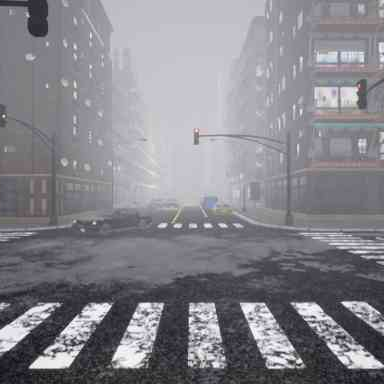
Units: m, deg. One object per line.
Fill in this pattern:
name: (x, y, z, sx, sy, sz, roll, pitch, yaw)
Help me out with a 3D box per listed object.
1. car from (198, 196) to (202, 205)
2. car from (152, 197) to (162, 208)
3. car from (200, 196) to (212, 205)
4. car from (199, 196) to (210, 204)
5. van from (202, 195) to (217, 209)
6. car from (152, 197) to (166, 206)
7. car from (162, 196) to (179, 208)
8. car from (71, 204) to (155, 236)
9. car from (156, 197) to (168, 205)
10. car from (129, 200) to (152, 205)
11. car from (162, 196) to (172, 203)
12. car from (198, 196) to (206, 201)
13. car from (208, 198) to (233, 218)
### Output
car: (2.513, 1.347, 49.649, 2.192, 1.841, 5.009, 1, 0, 0)
car: (-5.370, 1.614, 49.581, 1.802, 1.307, 4.206, 1, 0, 0)
car: (2.497, 1.486, 60.962, 1.967, 1.590, 4.097, 1, 0, 0)
car: (2.489, 1.604, 66.618, 2.008, 1.369, 4.403, 1, 0, 0)
van: (2.552, 1.366, 43.996, 1.690, 1.788, 3.998, 1, 0, 0)
car: (-5.376, 1.564, 55.069, 1.752, 1.417, 4.829, 1, 0, 0)
car: (-2.812, 1.563, 48.389, 2.033, 1.411, 5.357, 0, 0, 0)
car: (-4.329, 1.609, 18.660, 1.895, 1.301, 4.718, 0, 0, 31)
car: (-5.385, 1.627, 60.896, 1.802, 1.307, 4.206, 1, 0, 0)
car: (-5.477, 1.565, 32.607, 2.008, 1.369, 4.403, 1, 0, 0)
car: (-5.399, 1.613, 72.212, 2.008, 1.369, 4.403, 1, 0, 0)
car: (2.467, 1.627, 83.586, 1.887, 1.381, 4.507, 1, 0, 0)
car: (2.665, 1.538, 30.162, 1.752, 1.417, 4.829, 1, 0, 0)
